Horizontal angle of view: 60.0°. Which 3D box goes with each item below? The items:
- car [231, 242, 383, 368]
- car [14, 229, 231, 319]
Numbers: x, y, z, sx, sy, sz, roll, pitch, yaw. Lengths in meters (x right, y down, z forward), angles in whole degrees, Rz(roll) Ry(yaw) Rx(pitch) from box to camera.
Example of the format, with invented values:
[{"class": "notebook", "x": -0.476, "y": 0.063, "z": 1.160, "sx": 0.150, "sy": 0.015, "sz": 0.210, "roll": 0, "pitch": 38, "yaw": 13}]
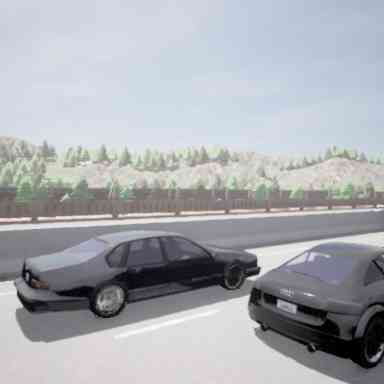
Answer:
[{"class": "car", "x": 2.972, "y": 1.598, "z": 5.863, "sx": 4.181, "sy": 1.385, "sz": 1.994, "roll": 0, "pitch": 0, "yaw": -35}, {"class": "car", "x": -0.890, "y": 1.568, "z": 7.408, "sx": 5.357, "sy": 1.411, "sz": 2.033, "roll": 0, "pitch": 0, "yaw": -35}]
